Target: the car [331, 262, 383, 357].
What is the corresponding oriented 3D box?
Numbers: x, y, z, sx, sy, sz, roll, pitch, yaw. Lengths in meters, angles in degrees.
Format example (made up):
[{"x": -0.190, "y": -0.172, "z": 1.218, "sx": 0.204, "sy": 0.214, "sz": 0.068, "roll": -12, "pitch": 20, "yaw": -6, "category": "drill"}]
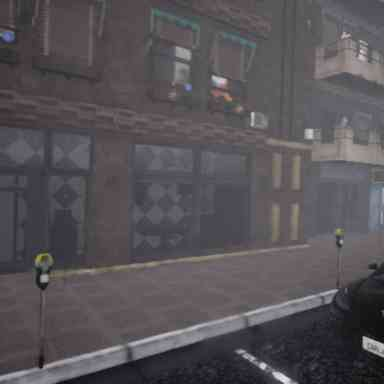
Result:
[{"x": 4.070, "y": 1.561, "z": 5.289, "sx": 4.313, "sy": 1.339, "sz": 1.947, "roll": 1, "pitch": 2, "yaw": -34, "category": "car"}]
